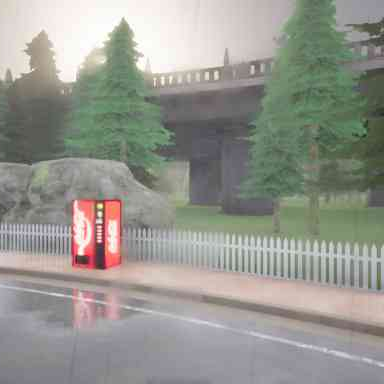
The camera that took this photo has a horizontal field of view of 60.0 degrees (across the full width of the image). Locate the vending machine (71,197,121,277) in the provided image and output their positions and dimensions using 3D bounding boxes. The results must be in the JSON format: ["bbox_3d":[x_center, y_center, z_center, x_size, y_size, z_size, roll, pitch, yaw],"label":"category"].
[{"bbox_3d":[-2.709,1.195,9.494,0.880,2.100,1.100,0,0,23],"label":"vending machine"}]
